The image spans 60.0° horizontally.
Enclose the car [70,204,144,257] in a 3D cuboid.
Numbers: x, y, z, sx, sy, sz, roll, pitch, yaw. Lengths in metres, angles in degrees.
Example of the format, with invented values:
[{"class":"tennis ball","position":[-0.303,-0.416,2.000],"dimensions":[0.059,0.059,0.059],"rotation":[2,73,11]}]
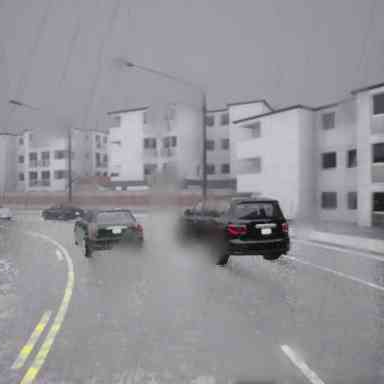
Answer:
[{"class":"car","position":[-3.517,1.385,13.504],"dimensions":[2.097,1.767,4.553],"rotation":[-1,0,-25]}]

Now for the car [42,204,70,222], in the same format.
[{"class":"car","position":[-10.520,1.667,27.260],"dimensions":[4.181,1.385,1.994],"rotation":[-1,0,39]}]

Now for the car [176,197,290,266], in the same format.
[{"class":"car","position":[1.148,1.205,11.846],"dimensions":[2.150,2.045,5.566],"rotation":[0,0,-21]}]

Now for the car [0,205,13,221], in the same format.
[{"class":"car","position":[-16.582,1.693,27.134],"dimensions":[4.674,1.442,1.812],"rotation":[-1,0,30]}]
